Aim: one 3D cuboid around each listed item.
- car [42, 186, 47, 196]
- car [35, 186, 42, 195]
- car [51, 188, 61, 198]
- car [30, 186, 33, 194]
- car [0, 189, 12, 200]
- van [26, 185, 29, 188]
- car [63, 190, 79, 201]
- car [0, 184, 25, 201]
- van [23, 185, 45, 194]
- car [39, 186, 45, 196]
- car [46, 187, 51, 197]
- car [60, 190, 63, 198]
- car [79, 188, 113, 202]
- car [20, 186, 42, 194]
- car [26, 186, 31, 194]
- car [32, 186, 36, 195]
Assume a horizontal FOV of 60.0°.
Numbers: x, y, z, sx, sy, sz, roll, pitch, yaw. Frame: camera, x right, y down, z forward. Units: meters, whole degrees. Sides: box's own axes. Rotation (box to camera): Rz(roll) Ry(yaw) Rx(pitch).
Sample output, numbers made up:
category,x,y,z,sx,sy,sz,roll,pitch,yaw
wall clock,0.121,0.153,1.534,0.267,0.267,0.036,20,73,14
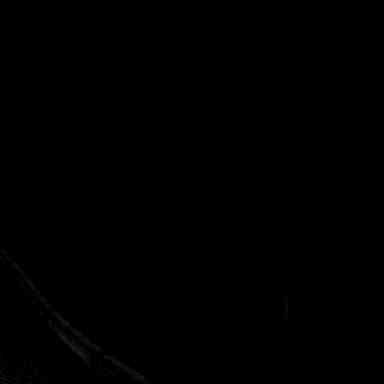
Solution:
category,x,y,z,sx,sy,sz,roll,pitch,yaw
car,-25.173,0.240,63.490,5.008,1.535,2.097,2,0,-37
car,-28.656,0.094,68.090,5.008,1.535,2.097,1,1,-37
car,-21.757,0.385,58.995,4.892,1.521,2.231,2,0,-37
car,-32.046,-0.174,72.600,4.553,1.767,2.185,1,1,-37
car,-28.294,0.263,46.825,5.008,1.535,2.097,2,0,-37
van,-35.314,-0.413,77.046,4.442,1.987,1.878,1,1,-37
car,-16.717,0.338,52.337,5.566,2.045,2.435,1,1,-37
car,-24.886,0.147,42.310,5.566,2.045,2.435,2,0,-37
van,-38.728,-0.556,81.545,4.442,1.987,1.878,2,0,-37
car,-26.855,0.199,65.759,4.792,1.488,2.163,2,0,-37
car,-23.466,0.312,61.242,5.008,1.535,2.097,1,1,-37
car,-18.330,0.526,54.509,4.892,1.521,2.231,2,1,-37
car,-13.252,0.594,47.716,4.553,1.767,2.185,2,1,-37
car,-40.631,-0.533,83.802,4.553,1.767,2.185,2,1,-37
car,-33.778,-0.121,74.833,5.008,1.535,2.097,1,1,-37
car,-30.371,0.022,70.332,5.008,1.535,2.097,2,0,-37
